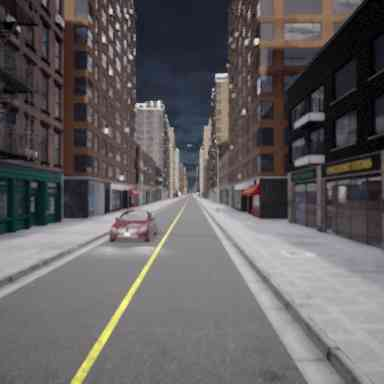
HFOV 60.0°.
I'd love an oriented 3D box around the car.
[{"bbox_3d":[-2.811,1.619,16.814,1.812,1.442,4.674,0,-1,0],"label":"car"}]
